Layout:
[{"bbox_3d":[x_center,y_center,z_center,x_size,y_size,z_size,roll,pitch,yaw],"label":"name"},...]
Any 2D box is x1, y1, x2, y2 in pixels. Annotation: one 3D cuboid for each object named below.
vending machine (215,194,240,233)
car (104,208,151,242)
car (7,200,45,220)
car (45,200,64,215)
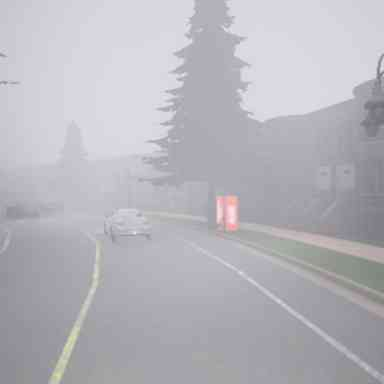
[{"bbox_3d":[1.949,1.156,18.353,1.100,2.100,0.880,0,0,-20],"label":"vending machine"},{"bbox_3d":[-3.291,1.528,16.635,1.812,1.442,4.674,0,0,-20],"label":"car"},{"bbox_3d":[-14.837,1.578,29.179,1.837,1.490,4.892,0,-1,-41],"label":"car"},{"bbox_3d":[-15.209,1.559,34.973,2.128,1.511,4.902,0,0,-45],"label":"car"}]
